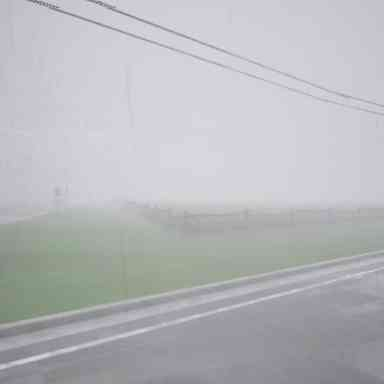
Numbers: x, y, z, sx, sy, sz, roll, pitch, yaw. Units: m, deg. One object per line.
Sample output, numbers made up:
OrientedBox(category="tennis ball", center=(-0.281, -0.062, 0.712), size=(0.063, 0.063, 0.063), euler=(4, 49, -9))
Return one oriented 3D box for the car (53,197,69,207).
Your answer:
OrientedBox(category="car", center=(-21.581, 1.621, 54.801), size=(1.837, 1.490, 4.892), euler=(0, 0, -11))
